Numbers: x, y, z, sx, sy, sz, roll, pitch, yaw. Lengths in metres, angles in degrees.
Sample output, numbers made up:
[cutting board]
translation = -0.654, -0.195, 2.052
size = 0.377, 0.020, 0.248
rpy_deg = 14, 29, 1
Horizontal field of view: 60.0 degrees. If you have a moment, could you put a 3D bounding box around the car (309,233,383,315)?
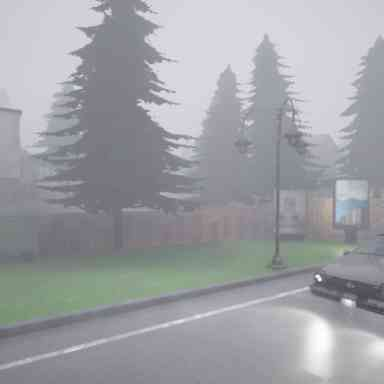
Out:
[car]
translation = 5.004, 1.650, 7.602
size = 5.357, 1.411, 2.033
rpy_deg = 1, 0, -36
